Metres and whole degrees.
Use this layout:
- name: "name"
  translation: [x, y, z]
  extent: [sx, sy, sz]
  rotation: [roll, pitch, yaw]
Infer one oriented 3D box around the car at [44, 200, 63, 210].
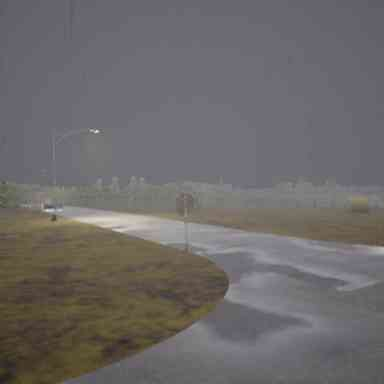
- name: "car"
  translation: [-20.111, 1.805, 48.158]
  extent: [1.994, 1.385, 4.181]
  rotation: [-1, 0, -32]
